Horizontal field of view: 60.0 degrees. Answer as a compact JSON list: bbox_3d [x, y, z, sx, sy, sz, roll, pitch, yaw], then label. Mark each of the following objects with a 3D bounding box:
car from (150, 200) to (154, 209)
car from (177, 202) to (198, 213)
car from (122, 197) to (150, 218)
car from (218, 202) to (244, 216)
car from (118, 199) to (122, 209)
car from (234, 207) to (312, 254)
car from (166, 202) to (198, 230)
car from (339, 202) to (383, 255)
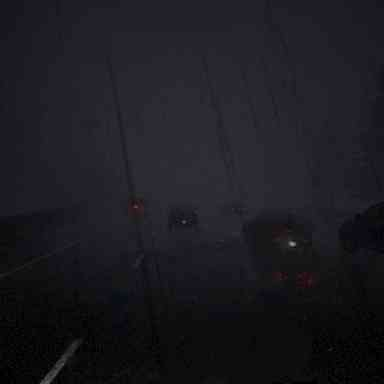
[{"bbox_3d":[-7.499,1.977,54.830,1.812,1.442,4.674,0,0,-18],"label":"car"},{"bbox_3d":[-0.658,1.961,43.697,1.895,1.301,4.718,0,0,-13],"label":"car"},{"bbox_3d":[-5.670,1.495,33.292,2.150,2.045,5.566,0,-1,-11],"label":"car"},{"bbox_3d":[4.380,1.851,36.841,2.033,1.411,5.357,0,0,-11],"label":"car"},{"bbox_3d":[-10.968,1.939,54.201,2.128,1.511,4.902,0,0,-18],"label":"car"},{"bbox_3d":[3.381,1.608,13.993,2.128,1.511,4.902,0,0,-3],"label":"car"},{"bbox_3d":[-0.730,1.664,22.506,1.882,1.535,5.008,0,0,-6],"label":"car"},{"bbox_3d":[7.014,1.314,10.999,2.150,2.045,5.566,0,0,-2],"label":"car"}]
